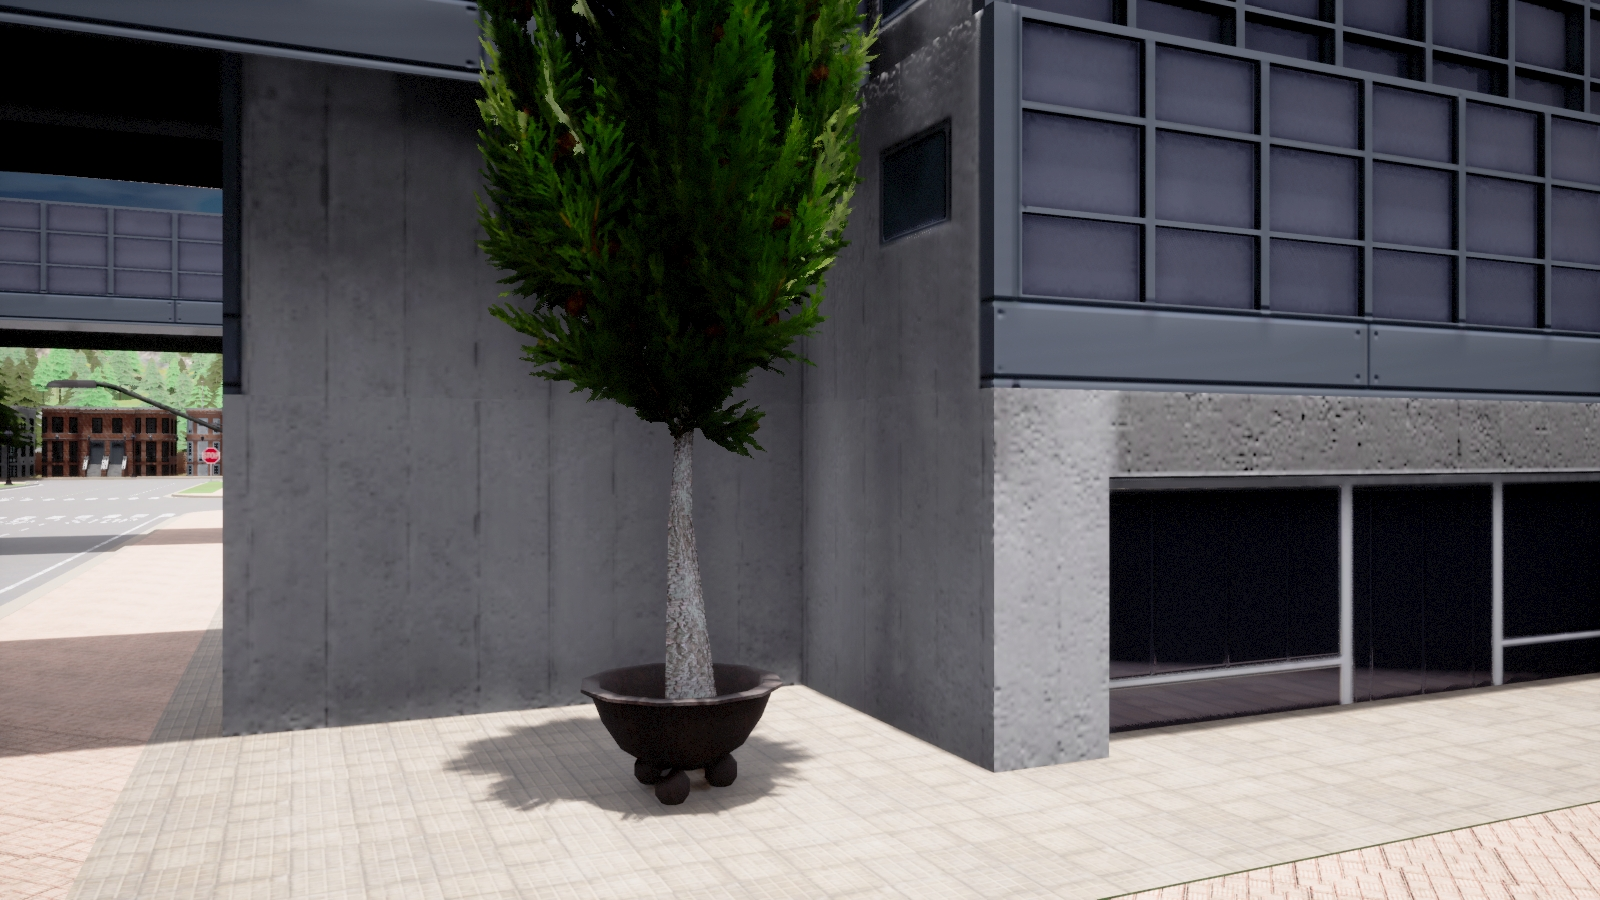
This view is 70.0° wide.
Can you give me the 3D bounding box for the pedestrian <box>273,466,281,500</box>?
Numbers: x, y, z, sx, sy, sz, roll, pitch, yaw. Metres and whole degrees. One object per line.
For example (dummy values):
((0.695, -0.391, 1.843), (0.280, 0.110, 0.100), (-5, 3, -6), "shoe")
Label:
((-29.182, 1.849, 63.760), (0.375, 1.860, 0.375), (0, 0, -24), "pedestrian")
